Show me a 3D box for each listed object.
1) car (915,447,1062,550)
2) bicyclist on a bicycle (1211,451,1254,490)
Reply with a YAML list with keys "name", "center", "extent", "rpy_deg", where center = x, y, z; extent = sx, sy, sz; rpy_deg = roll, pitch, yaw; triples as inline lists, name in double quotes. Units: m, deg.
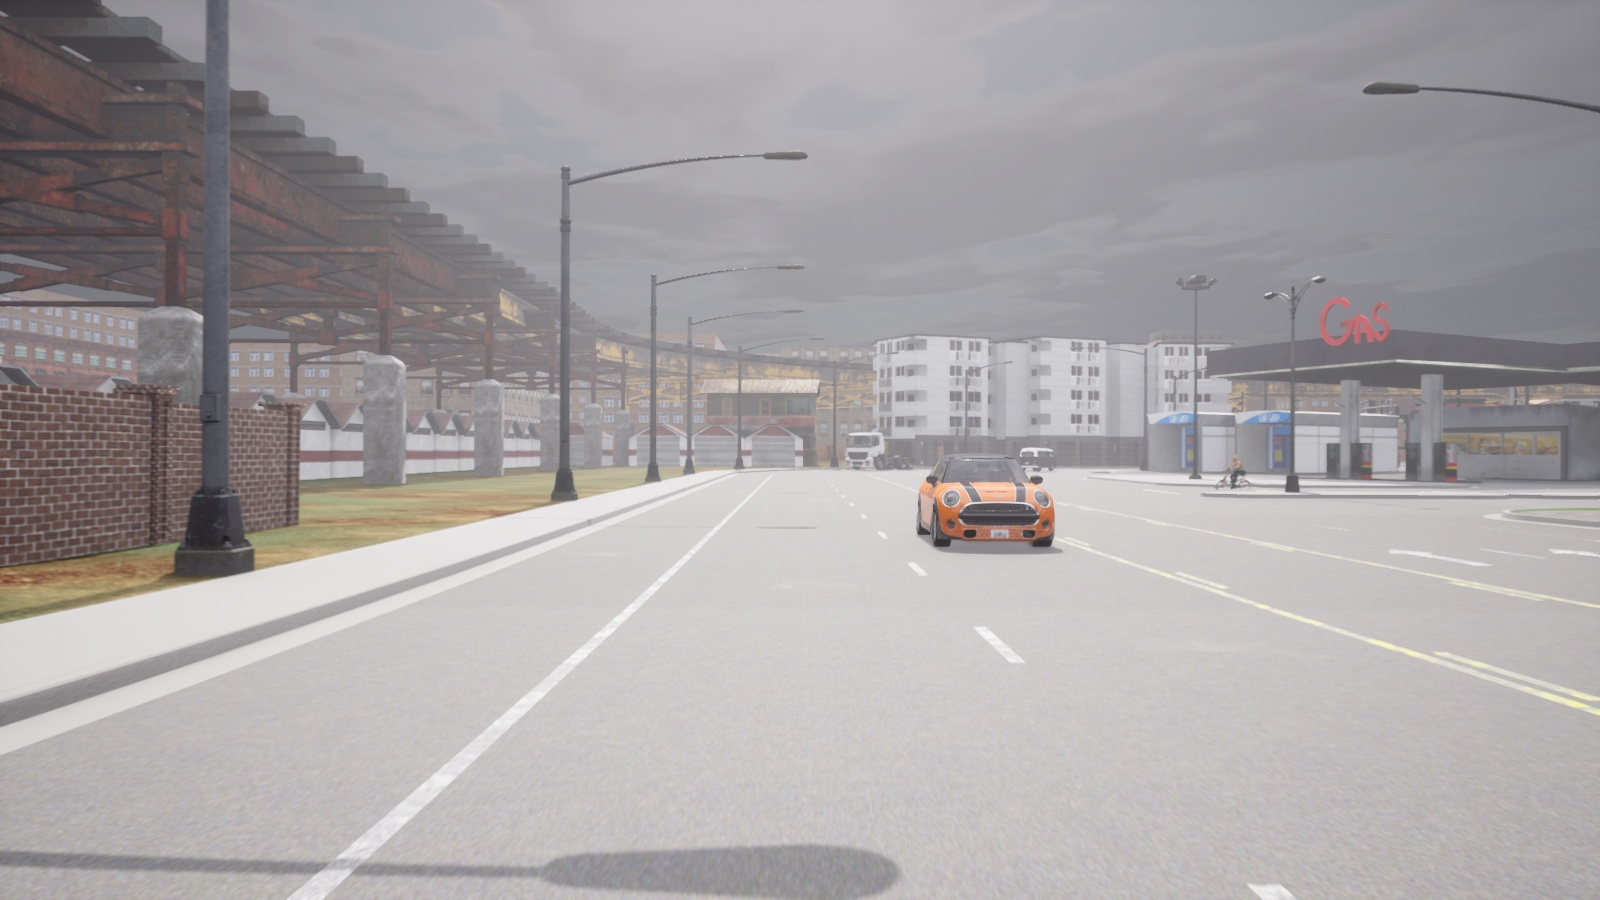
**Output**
- name: "car"
  center: [3.446, 0.833, 23.838]
  extent: [2.097, 1.767, 4.553]
  rpy_deg: [0, 0, 0]
- name: "bicyclist on a bicycle"
  center: [18.238, 0.866, 52.972]
  extent: [1.509, 1.612, 0.866]
  rpy_deg: [-1, 0, 1]
